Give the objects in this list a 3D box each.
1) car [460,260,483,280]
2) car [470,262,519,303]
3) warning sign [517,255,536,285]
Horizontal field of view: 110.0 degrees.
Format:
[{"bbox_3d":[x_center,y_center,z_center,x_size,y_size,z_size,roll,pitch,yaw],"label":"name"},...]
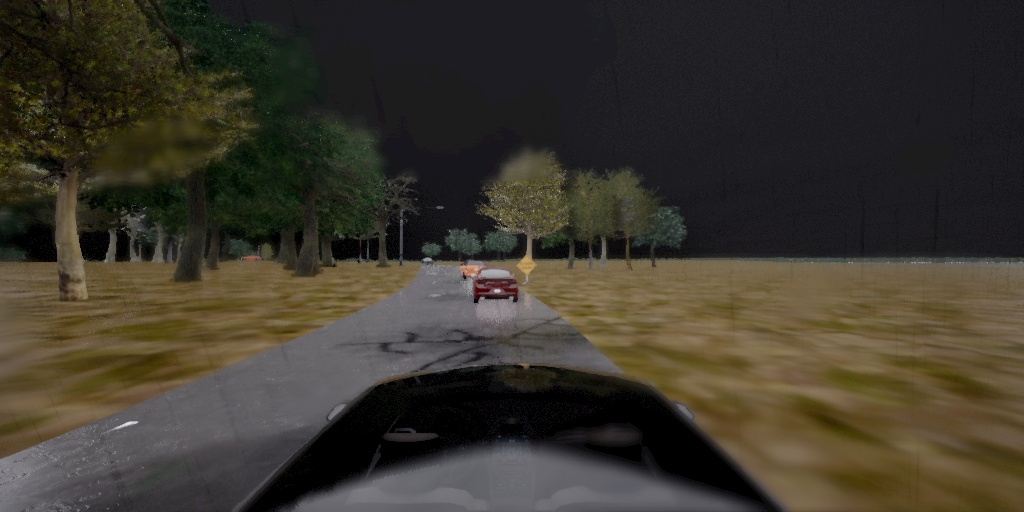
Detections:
[{"bbox_3d":[-3.415,1.098,31.602,2.097,1.767,4.553,0,0,-13],"label":"car"},{"bbox_3d":[-0.860,1.231,16.679,1.882,1.535,5.008,0,0,-6],"label":"car"},{"bbox_3d":[0.973,0.870,22.858,1.300,1.860,1.060,0,0,-9],"label":"warning sign"}]
